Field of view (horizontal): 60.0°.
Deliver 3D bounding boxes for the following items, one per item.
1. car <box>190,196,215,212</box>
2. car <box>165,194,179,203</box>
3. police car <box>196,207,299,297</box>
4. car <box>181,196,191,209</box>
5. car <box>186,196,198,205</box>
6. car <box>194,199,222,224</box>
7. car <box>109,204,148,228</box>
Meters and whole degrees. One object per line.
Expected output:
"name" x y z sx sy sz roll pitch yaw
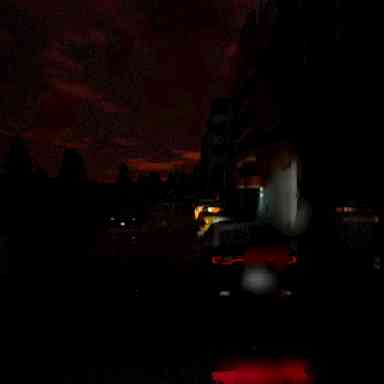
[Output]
"car" 1.147 1.250 24.530 2.097 1.767 4.553 -3 0 0
"car" -4.044 1.432 64.051 1.994 1.385 4.181 0 0 1
"police car" 1.188 1.402 8.672 1.930 1.638 5.238 0 0 0
"car" 0.025 1.400 44.504 2.128 1.511 4.902 0 0 1
"car" 0.000 1.389 56.685 1.837 1.490 4.892 0 0 0
"car" 1.200 1.417 18.751 1.801 1.575 5.366 0 0 0
"car" -4.101 1.501 22.350 2.033 1.411 5.357 0 0 0
